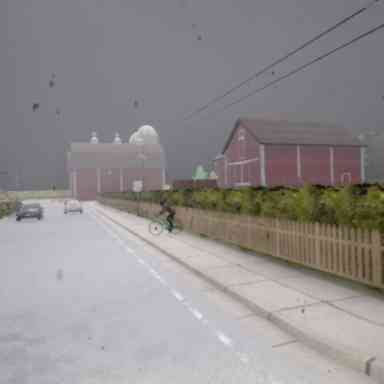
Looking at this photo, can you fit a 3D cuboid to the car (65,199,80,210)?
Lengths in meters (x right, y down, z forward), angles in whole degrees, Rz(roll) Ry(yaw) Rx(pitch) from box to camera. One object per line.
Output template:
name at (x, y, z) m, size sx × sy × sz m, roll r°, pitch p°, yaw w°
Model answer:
car at (-16.742, 1.750, 46.523) m, size 1.895 × 1.301 × 4.718 m, roll -2°, pitch 0°, yaw -20°

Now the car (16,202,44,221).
car at (-14.319, 1.704, 29.595) m, size 1.837 × 1.490 × 4.892 m, roll -2°, pitch 1°, yaw -20°

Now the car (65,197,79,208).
car at (-19.468, 1.667, 53.896) m, size 2.128 × 1.511 × 4.902 m, roll -2°, pitch 0°, yaw -20°

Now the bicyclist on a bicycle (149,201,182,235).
bicyclist on a bicycle at (-1.253, 1.224, 15.755) m, size 1.656 × 1.620 × 0.582 m, roll -2°, pitch 1°, yaw -20°

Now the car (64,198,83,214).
car at (-13.155, 1.640, 36.948) m, size 1.812 × 1.442 × 4.674 m, roll -2°, pitch 0°, yaw -19°
